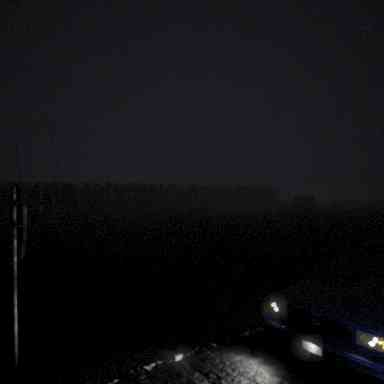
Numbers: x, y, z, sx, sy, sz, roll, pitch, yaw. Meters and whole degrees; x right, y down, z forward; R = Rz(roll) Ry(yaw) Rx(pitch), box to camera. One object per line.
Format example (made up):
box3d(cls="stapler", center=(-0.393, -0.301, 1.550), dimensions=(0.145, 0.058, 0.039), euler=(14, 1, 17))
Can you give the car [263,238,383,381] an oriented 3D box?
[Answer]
box3d(cls="car", center=(3.651, 1.542, 5.668), dimensions=(5.357, 1.411, 2.033), euler=(0, 0, -35))
